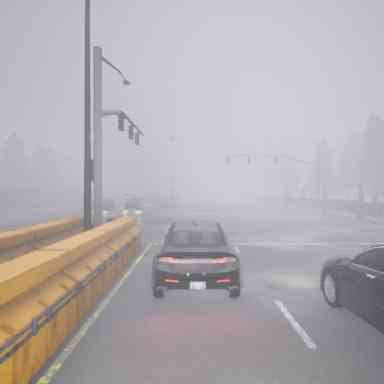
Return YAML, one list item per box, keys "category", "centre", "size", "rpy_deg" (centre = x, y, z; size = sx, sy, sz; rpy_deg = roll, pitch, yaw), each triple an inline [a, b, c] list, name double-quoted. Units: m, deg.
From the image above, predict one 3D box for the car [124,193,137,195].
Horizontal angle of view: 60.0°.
- category: "car"
  centre: [-10.606, 1.153, 56.758]
  size: [2.150, 2.045, 5.566]
  rpy_deg: [0, 0, 0]

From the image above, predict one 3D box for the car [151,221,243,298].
- category: "car"
  centre: [0.078, 1.481, 8.463]
  size: [2.128, 1.511, 4.902]
  rpy_deg: [0, 0, -1]

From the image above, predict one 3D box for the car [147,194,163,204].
- category: "car"
  centre: [-7.087, 1.276, 60.797]
  size: [2.097, 1.767, 4.553]
  rpy_deg: [0, 0, 0]

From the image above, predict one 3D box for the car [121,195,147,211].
- category: "car"
  centre: [-7.123, 1.454, 40.931]
  size: [1.837, 1.490, 4.892]
  rpy_deg: [0, 0, 0]

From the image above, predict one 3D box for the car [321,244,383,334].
- category: "car"
  centre: [3.597, 1.495, 5.027]
  size: [1.837, 1.490, 4.892]
  rpy_deg: [0, -1, 0]

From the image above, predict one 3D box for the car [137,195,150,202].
- category: "car"
  centre: [-10.554, 1.450, 72.568]
  size: [2.033, 1.411, 5.357]
  rpy_deg: [0, 0, 0]

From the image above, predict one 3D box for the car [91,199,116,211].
- category: "car"
  centre: [-10.624, 1.497, 40.333]
  size: [2.033, 1.411, 5.357]
  rpy_deg: [0, 0, 0]
